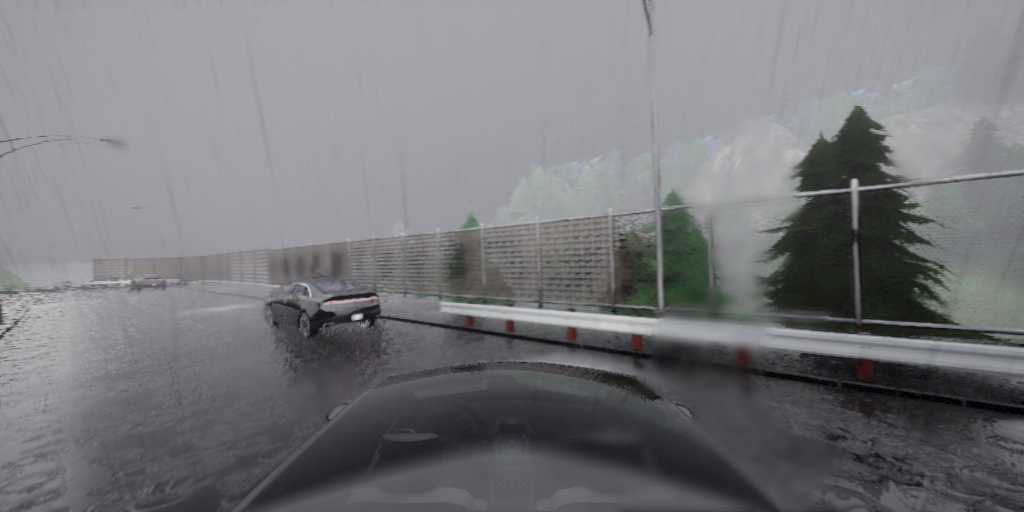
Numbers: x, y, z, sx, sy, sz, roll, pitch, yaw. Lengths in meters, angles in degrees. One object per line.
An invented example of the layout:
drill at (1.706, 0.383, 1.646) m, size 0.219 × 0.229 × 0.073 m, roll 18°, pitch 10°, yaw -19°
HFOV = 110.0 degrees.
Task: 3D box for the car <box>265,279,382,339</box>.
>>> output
car at (-5.874, 1.441, 10.916) m, size 4.902 × 1.511 × 2.128 m, roll -2°, pitch 0°, yaw 40°

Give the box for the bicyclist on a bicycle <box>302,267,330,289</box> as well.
bicyclist on a bicycle at (-11.291, 1.482, 20.734) m, size 0.582 × 1.620 × 1.656 m, roll -2°, pitch 0°, yaw 39°

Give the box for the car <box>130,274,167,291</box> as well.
car at (-33.480, 2.383, 33.004) m, size 4.902 × 1.511 × 2.128 m, roll -2°, pitch 0°, yaw 36°
